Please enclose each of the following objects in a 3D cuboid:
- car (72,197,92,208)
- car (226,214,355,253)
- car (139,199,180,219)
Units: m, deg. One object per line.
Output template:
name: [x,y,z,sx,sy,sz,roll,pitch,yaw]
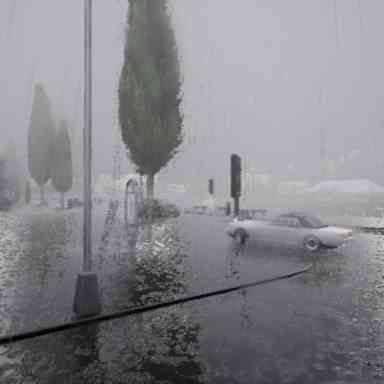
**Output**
car: [-16.050,1.508,48.206,1.882,1.535,5.008,0,0,-35]
car: [3.748,1.546,13.316,4.718,1.301,1.895,2,0,39]
car: [-2.959,1.382,29.769,2.097,1.767,4.553,0,0,-36]
